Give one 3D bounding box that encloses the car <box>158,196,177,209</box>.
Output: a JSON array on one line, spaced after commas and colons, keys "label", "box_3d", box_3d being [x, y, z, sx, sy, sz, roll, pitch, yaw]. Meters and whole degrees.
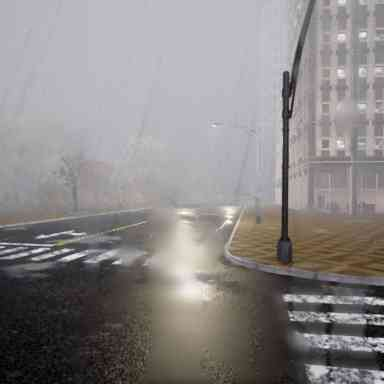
[{"label": "car", "box_3d": [-3.994, 1.680, 55.013, 2.150, 2.045, 5.566, 1, -1, 10]}]
